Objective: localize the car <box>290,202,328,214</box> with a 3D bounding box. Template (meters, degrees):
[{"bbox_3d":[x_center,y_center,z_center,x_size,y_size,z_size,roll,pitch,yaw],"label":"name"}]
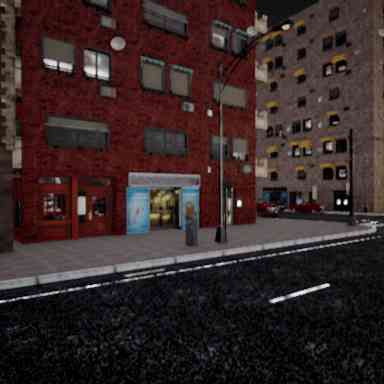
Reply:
[{"bbox_3d":[13.016,1.743,37.182,1.802,1.307,4.206,-1,0,-37],"label":"car"}]

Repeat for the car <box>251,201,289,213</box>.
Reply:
[{"bbox_3d":[9.663,1.798,41.627,1.947,1.339,4.313,-1,0,-37],"label":"car"}]

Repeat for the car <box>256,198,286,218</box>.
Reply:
[{"bbox_3d":[6.085,1.512,32.002,2.192,1.841,5.009,-1,0,-37],"label":"car"}]
